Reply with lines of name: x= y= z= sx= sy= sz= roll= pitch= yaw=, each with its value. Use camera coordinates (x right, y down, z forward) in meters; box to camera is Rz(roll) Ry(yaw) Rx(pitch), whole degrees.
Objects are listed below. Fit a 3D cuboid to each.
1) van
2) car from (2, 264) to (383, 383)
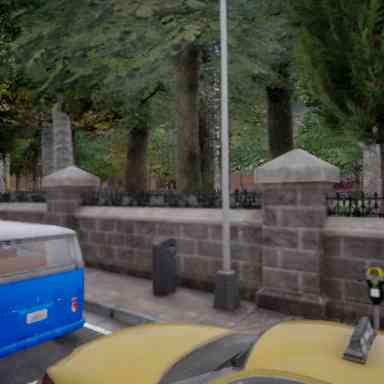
van: x=-3.462 y=1.336 z=5.301 sx=3.998 sy=1.788 sz=1.690 roll=0 pitch=-1 yaw=36
car: x=0.832 y=1.525 z=2.230 sx=4.829 sy=1.417 sz=1.752 roll=0 pitch=-1 yaw=36
